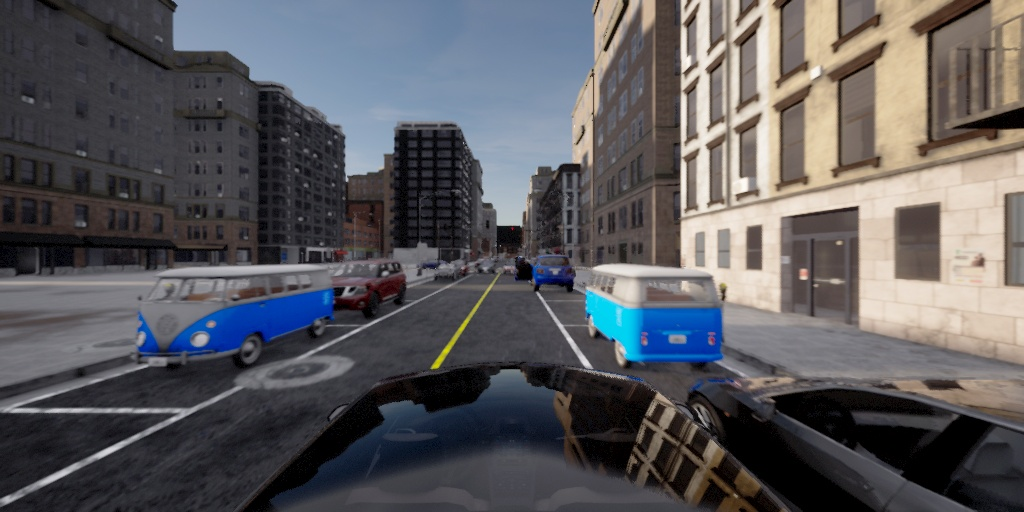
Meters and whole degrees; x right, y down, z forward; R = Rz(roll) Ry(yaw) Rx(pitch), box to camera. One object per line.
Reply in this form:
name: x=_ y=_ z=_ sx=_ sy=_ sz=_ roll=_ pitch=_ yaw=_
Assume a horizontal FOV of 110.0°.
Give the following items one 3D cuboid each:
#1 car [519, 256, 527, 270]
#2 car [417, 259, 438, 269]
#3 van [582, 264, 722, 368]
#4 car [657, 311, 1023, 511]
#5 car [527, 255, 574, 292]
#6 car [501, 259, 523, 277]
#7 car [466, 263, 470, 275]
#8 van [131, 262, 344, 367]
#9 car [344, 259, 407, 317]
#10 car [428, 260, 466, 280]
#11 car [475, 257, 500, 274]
car: x=2.622 y=1.226 z=62.836 sx=1.888 sy=1.381 sz=4.507 roll=0 pitch=0 yaw=0
car: x=-11.259 y=1.168 z=51.293 sx=4.674 sy=1.442 sz=1.812 roll=1 pitch=0 yaw=0
van: x=2.635 y=1.086 z=7.556 sx=1.690 sy=1.789 sz=3.998 roll=0 pitch=0 yaw=0
car: x=2.637 y=1.316 z=1.876 sx=1.948 sy=1.339 sz=4.313 roll=0 pitch=0 yaw=0
car: x=2.263 y=0.953 z=21.383 sx=2.150 sy=2.045 sz=5.566 roll=0 pitch=0 yaw=0
car: x=-0.010 y=1.311 z=39.744 sx=1.895 sy=1.301 sz=4.718 roll=0 pitch=0 yaw=0
car: x=-5.396 y=1.154 z=35.954 sx=1.967 sy=1.591 sz=4.097 roll=0 pitch=0 yaw=0
van: x=-5.390 y=1.085 z=7.554 sx=1.690 sy=1.789 sz=3.998 roll=0 pitch=0 yaw=0
car: x=-5.391 y=1.054 z=13.234 sx=2.192 sy=1.841 sz=5.009 roll=0 pitch=0 yaw=0
car: x=-5.395 y=1.272 z=30.274 sx=2.007 sy=1.370 sz=4.403 roll=0 pitch=0 yaw=0
car: x=-2.774 y=1.202 z=40.158 sx=2.128 sy=1.511 sz=4.902 roll=0 pitch=0 yaw=0
